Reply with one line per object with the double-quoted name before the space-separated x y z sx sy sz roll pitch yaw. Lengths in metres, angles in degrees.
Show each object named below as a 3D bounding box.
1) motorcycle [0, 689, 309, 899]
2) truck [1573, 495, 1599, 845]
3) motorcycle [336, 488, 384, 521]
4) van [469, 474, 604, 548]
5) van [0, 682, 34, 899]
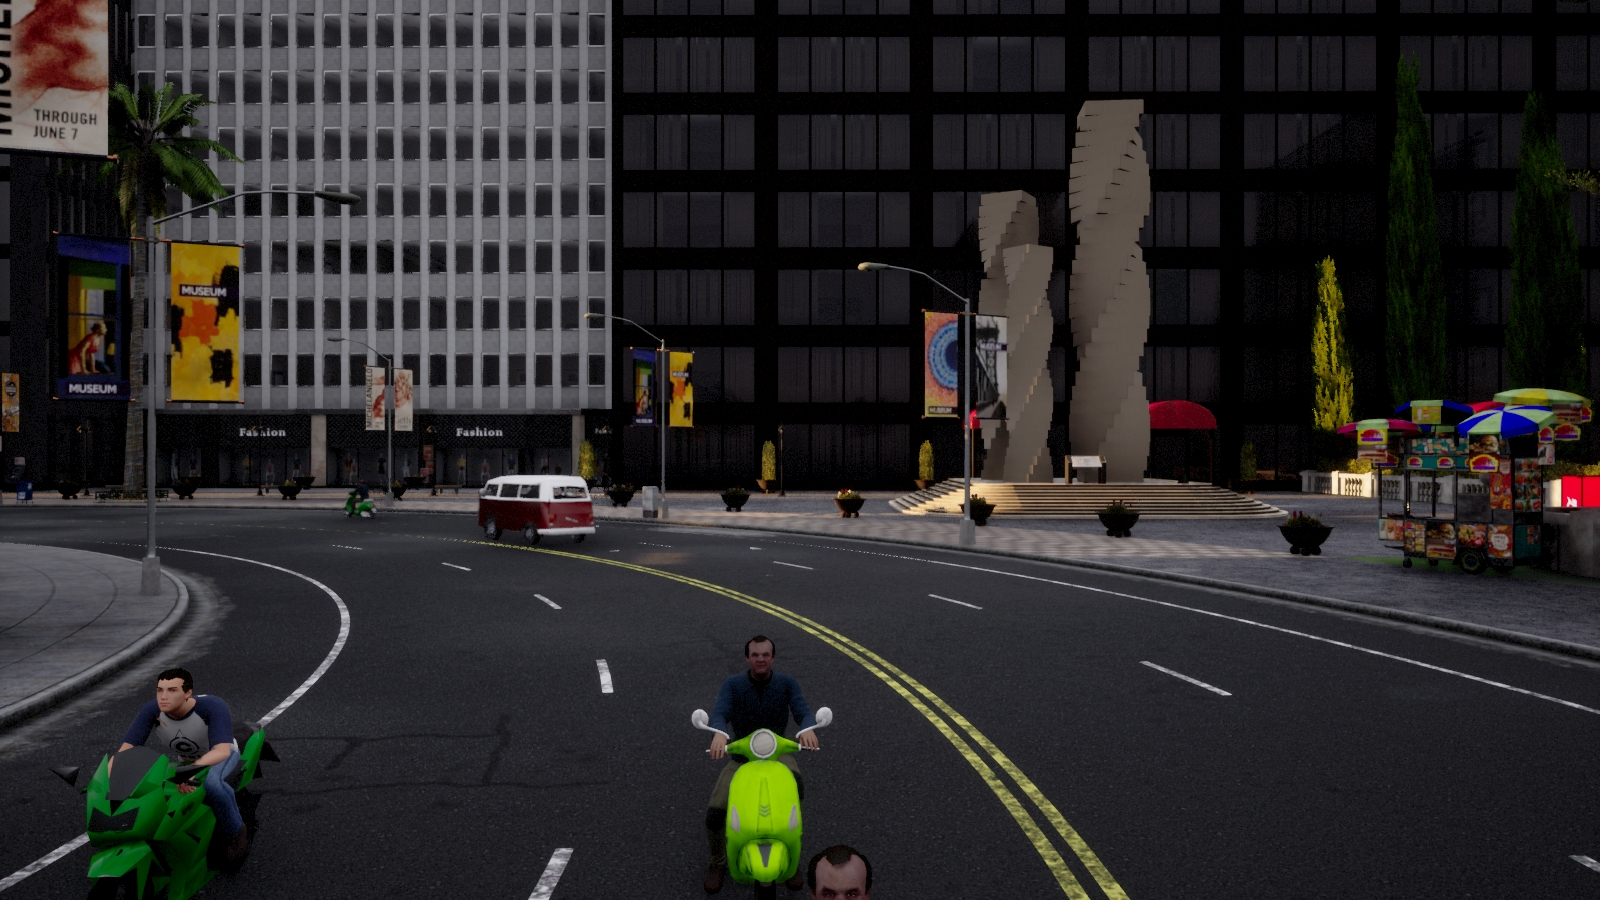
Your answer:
"motorcycle" -3.697 2.213 6.785 0.803 1.145 2.033 0 0 -4
"truck" 7.035 1.568 5.805 2.627 2.467 5.204 0 0 -1
"motorcycle" -17.758 2.182 46.122 1.805 1.236 0.856 0 0 28
"van" -8.111 1.782 34.890 2.069 2.038 4.480 1 -1 -42
"van" -3.531 1.783 1.506 2.069 2.038 4.480 0 0 -1
